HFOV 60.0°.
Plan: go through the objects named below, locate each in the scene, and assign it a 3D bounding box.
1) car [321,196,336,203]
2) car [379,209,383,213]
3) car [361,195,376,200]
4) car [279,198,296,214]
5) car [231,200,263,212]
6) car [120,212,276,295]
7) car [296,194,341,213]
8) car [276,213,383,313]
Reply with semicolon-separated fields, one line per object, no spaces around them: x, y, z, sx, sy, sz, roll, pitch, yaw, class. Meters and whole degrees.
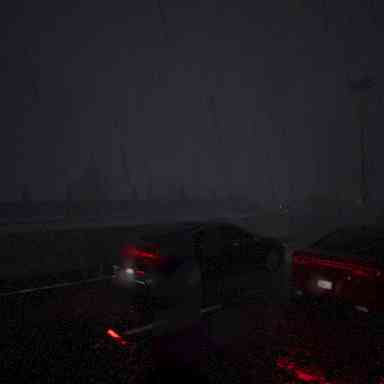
28.319;1.559;69.187;1.895;1.301;4.718;-1;0;11;car
13.482;1.529;21.691;1.994;1.385;4.181;0;0;41;car
43.852;1.400;82.793;1.994;1.385;4.181;-1;0;1;car
10.973;1.628;35.980;1.895;1.301;4.718;0;0;34;car
5.825;1.570;34.798;1.812;1.442;4.674;0;0;36;car
0.504;1.504;8.860;4.892;1.490;1.837;0;0;-39;car
12.019;1.224;31.382;2.150;2.045;5.566;0;0;36;car
4.226;1.460;7.405;5.008;1.535;1.882;0;0;-40;car
